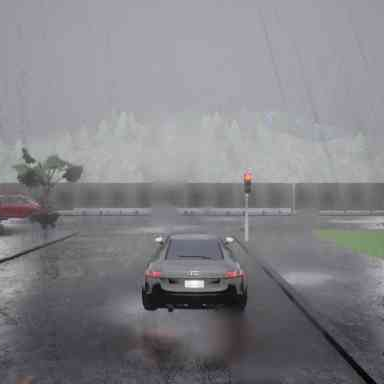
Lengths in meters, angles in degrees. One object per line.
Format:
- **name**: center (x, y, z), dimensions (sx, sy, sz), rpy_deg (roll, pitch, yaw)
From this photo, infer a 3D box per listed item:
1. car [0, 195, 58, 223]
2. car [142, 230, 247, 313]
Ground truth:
- **car**: center (-13.112, 1.221, 25.059), dimensions (5.566, 2.045, 2.150), rpy_deg (0, 0, 0)
- **car**: center (0.053, 1.564, 7.771), dimensions (1.994, 1.385, 4.181), rpy_deg (0, 0, 0)
